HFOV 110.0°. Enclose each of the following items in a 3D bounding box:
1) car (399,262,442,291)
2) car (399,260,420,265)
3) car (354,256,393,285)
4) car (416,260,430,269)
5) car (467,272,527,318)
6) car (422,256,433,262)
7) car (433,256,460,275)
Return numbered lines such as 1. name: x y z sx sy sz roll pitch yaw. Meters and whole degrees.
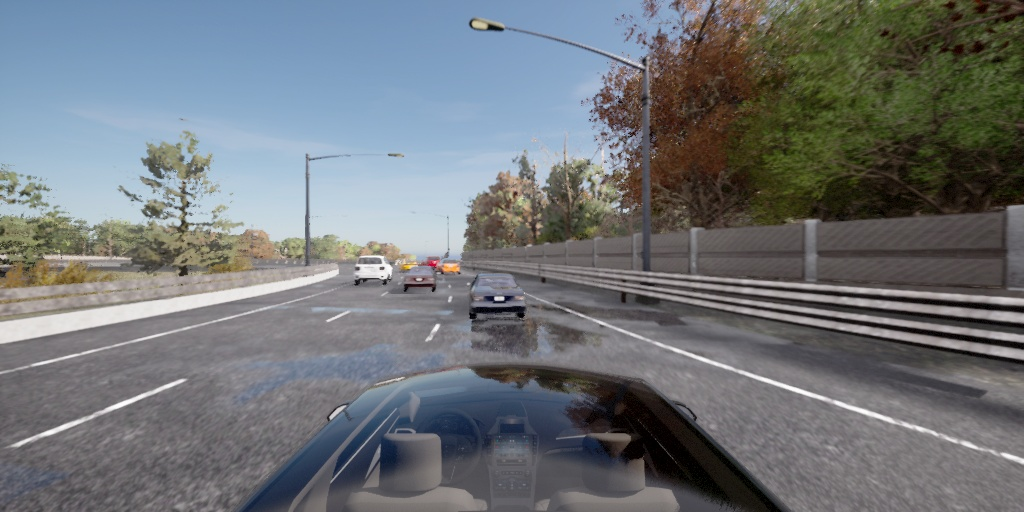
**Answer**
1. car: -5.520 1.319 21.925 2.033 1.411 5.357 0 0 -11
2. car: -13.488 1.279 46.552 1.882 1.535 5.008 0 0 -24
3. car: -10.219 1.010 26.668 2.150 2.045 5.566 0 0 -14
4. car: -14.661 1.407 59.218 1.895 1.301 4.718 0 0 -18
5. car: -0.648 1.300 13.050 2.033 1.411 5.357 0 0 -6
6. car: -11.397 1.018 50.860 2.150 2.045 5.566 0 0 -22
7. car: -7.211 1.130 40.152 2.097 1.767 4.553 0 0 -19
